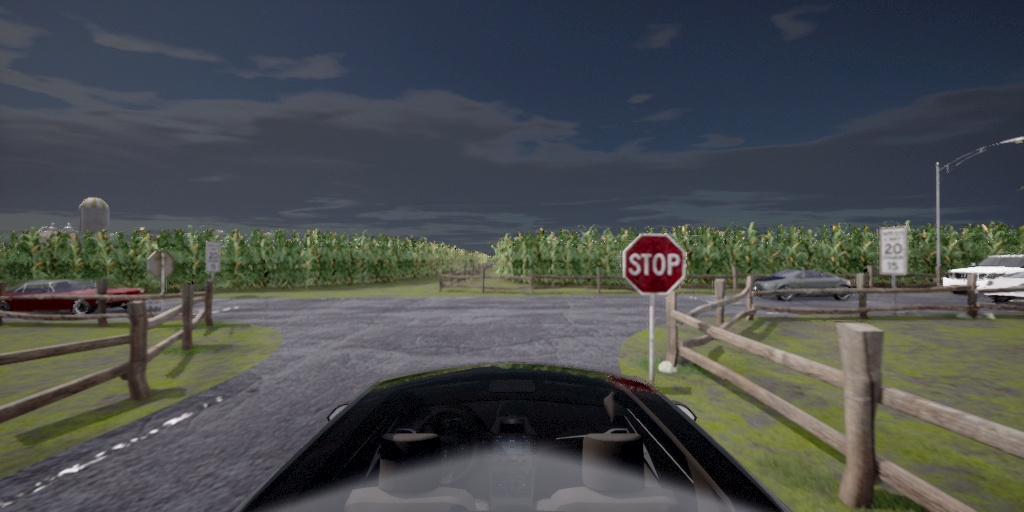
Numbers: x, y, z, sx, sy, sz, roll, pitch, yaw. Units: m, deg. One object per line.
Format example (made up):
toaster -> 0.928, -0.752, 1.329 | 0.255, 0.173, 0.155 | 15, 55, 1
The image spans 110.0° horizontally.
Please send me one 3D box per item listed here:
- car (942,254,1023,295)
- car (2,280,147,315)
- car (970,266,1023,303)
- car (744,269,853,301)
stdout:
car -> 24.177, 0.915, 17.065 | 5.566, 2.045, 2.150 | -1, 0, 0
car -> -17.274, 1.590, 13.974 | 4.718, 1.301, 1.895 | 0, 0, 0
car -> 21.663, 1.231, 14.133 | 4.674, 1.442, 1.812 | 0, 0, 0
car -> 13.480, 1.330, 17.029 | 4.181, 1.385, 1.994 | 0, 0, 0
